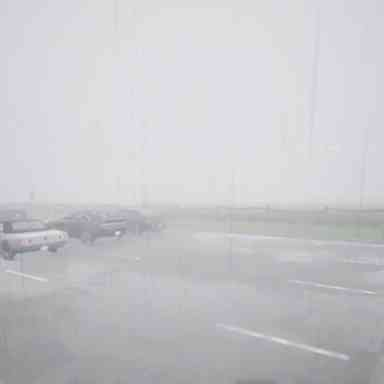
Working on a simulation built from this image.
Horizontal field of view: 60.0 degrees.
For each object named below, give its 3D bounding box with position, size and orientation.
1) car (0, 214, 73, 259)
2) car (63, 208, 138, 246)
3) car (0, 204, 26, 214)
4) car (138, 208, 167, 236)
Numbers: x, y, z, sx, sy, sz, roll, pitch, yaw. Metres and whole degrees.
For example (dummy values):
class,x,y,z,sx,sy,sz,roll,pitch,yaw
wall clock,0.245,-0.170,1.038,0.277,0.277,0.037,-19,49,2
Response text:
class,x,y,z,sx,sy,sz,roll,pitch,yaw
car,-7.106,1.746,13.257,4.718,1.301,1.895,-1,0,36
car,-5.277,1.640,16.256,4.902,1.511,2.128,-1,0,36
car,-16.051,1.795,28.250,5.008,1.535,1.882,0,0,36
car,-3.564,1.677,19.339,4.674,1.442,1.812,0,0,36
